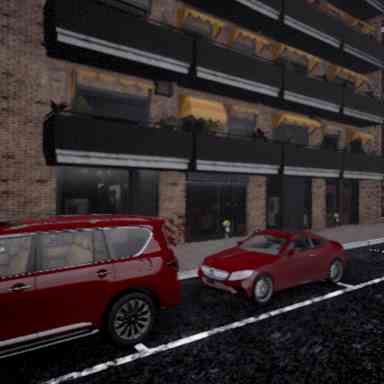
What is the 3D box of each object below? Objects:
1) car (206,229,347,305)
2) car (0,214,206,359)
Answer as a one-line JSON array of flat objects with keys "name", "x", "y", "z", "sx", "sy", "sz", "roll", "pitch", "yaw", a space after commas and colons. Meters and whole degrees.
[{"name": "car", "x": 2.096, "y": 1.584, "z": 8.054, "sx": 4.206, "sy": 1.307, "sz": 1.802, "roll": 0, "pitch": 0, "yaw": -36}, {"name": "car", "x": -2.491, "y": 1.316, "z": 4.779, "sx": 5.009, "sy": 1.841, "sz": 2.192, "roll": 0, "pitch": 0, "yaw": -36}]
